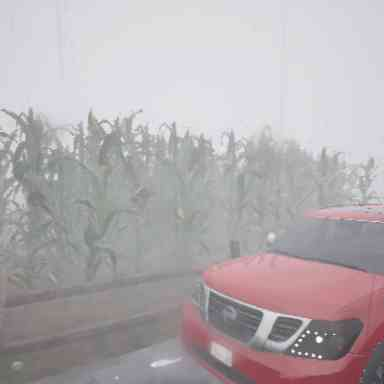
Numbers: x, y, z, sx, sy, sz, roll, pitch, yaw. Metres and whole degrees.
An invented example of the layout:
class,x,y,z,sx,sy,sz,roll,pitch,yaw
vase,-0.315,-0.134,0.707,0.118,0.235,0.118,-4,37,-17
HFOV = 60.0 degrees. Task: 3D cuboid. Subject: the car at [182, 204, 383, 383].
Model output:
class,x,y,z,sx,sy,sz,roll,pitch,yaw
car,2.551,1.226,4.793,5.566,2.045,2.150,1,0,-35
